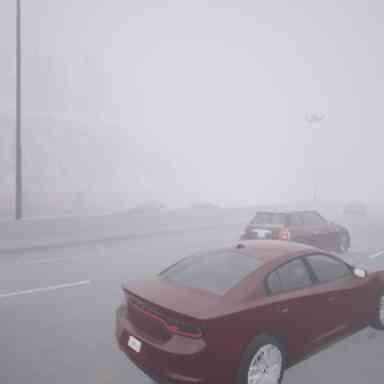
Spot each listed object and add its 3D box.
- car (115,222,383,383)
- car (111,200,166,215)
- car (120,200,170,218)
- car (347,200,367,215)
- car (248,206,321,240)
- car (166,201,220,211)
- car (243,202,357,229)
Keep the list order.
[{"bbox_3d":[1.328,1.489,5.136,5.008,1.535,1.882,0,0,-38],"label":"car"},{"bbox_3d":[-4.606,1.623,28.258,1.812,1.442,4.674,0,0,44],"label":"car"},{"bbox_3d":[-4.597,1.634,33.375,1.882,1.535,5.008,0,0,39],"label":"car"},{"bbox_3d":[16.741,1.514,34.074,1.882,1.535,5.008,0,0,29],"label":"car"},{"bbox_3d":[5.140,1.559,18.125,1.812,1.442,4.674,0,0,44],"label":"car"},{"bbox_3d":[0.494,1.573,28.575,2.128,1.511,4.902,0,0,40],"label":"car"},{"bbox_3d":[3.776,1.373,11.881,4.553,1.767,2.097,0,0,-42],"label":"car"}]
